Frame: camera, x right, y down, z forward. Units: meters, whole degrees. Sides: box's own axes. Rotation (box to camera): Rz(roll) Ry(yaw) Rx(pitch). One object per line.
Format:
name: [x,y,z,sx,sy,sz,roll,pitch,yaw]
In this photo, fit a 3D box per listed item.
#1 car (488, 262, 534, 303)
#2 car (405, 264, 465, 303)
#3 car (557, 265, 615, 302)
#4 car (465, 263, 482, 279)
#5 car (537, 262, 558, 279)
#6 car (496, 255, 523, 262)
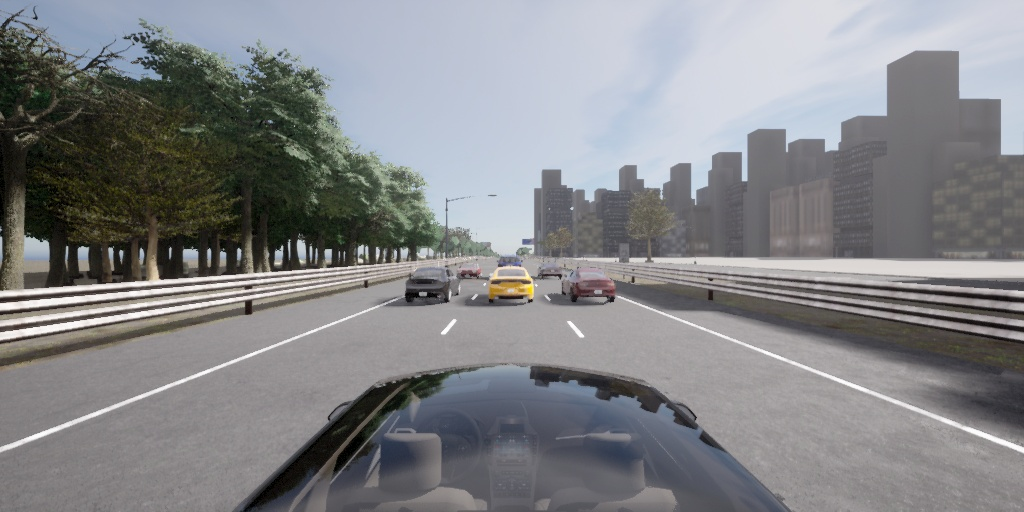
car: [-0.053,1.228,16.690,1.882,1.535,5.008,0,0,0]
car: [-3.553,1.259,16.666,1.837,1.490,4.892,0,0,0]
car: [3.447,1.276,16.714,1.812,1.442,4.674,0,0,0]
car: [-3.707,1.304,31.705,1.895,1.301,4.718,0,0,-1]
car: [3.293,1.251,31.770,2.033,1.411,5.357,0,0,-1]
car: [-0.207,0.945,31.751,2.150,2.045,5.566,0,0,-1]
